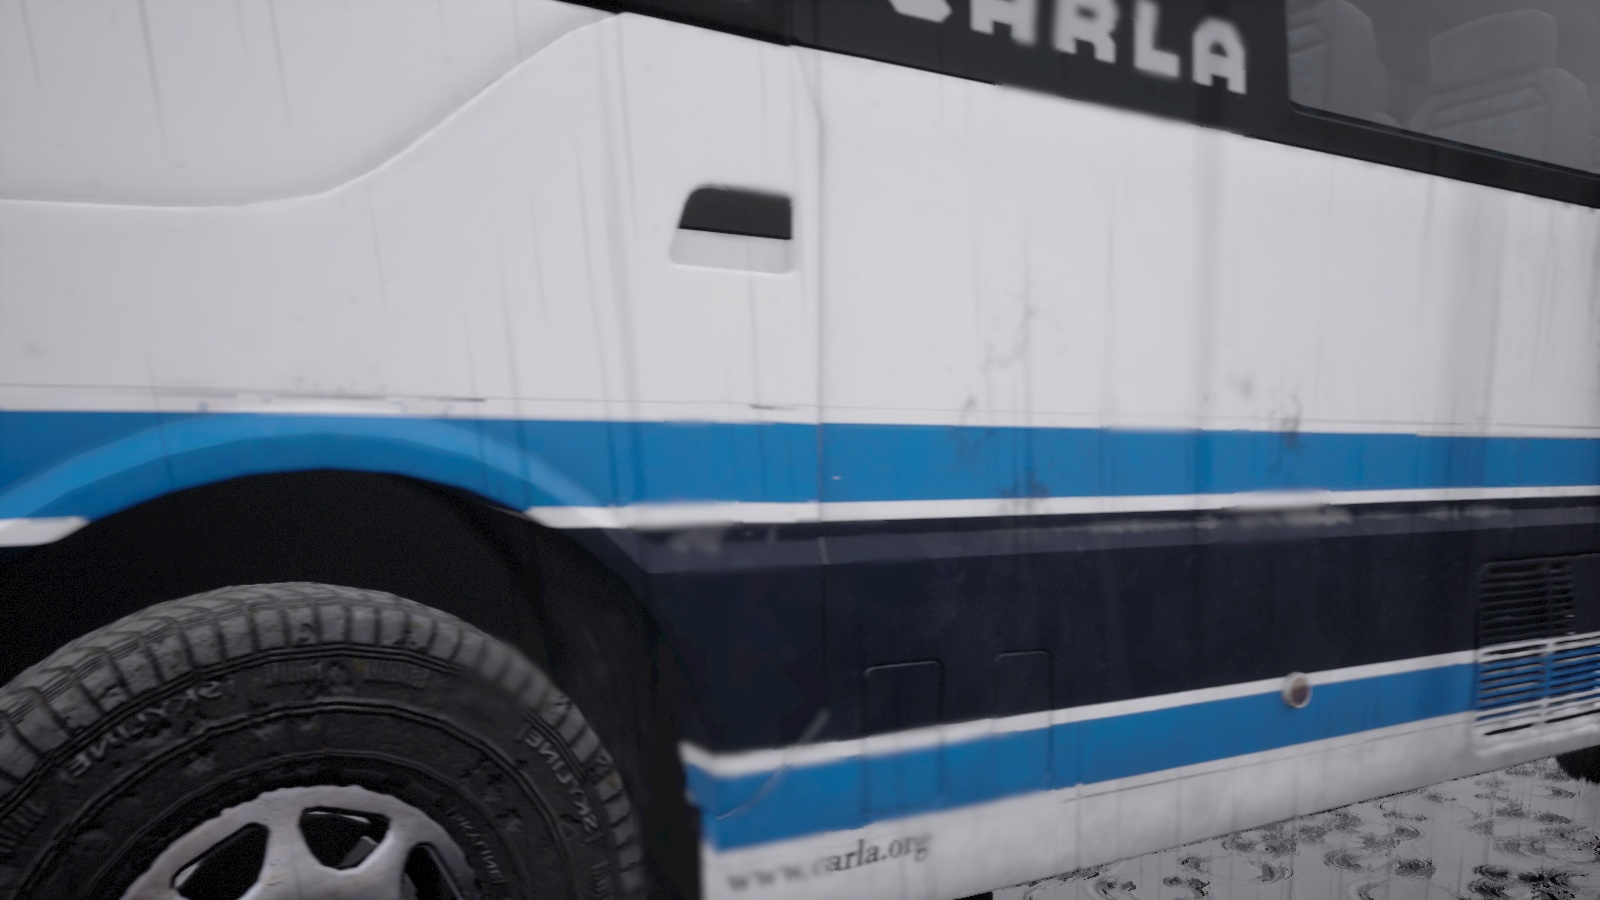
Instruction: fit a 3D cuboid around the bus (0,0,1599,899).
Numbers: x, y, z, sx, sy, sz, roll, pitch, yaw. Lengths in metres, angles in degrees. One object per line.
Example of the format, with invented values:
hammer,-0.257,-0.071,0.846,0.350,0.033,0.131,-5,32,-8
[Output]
bus,0.902,-0.622,4.839,10.273,4.253,3.944,0,0,-32
